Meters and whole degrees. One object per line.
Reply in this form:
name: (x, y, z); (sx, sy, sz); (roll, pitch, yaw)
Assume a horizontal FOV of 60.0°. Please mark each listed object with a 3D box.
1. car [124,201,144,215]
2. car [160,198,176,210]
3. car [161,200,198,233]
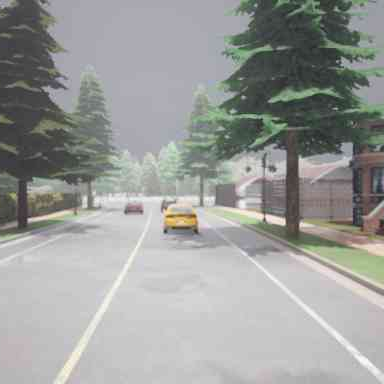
car: (-5.728, 1.569, 33.167); (1.895, 1.301, 4.718); (0, 0, -7)
car: (-2.604, 1.451, 37.627); (2.128, 1.511, 4.902); (0, 0, -8)
car: (-0.719, 1.456, 19.785); (1.882, 1.535, 5.008); (0, 0, -4)
